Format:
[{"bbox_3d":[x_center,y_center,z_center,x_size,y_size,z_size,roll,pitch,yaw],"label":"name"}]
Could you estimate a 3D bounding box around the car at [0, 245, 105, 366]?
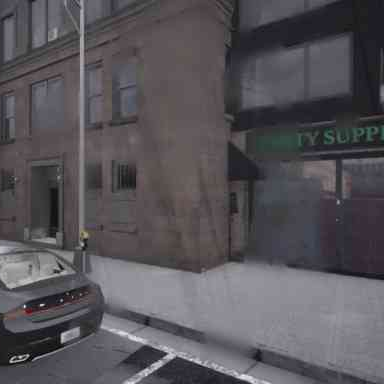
[{"bbox_3d":[-3.297,1.551,5.428,4.403,1.369,2.008,0,0,35],"label":"car"}]
